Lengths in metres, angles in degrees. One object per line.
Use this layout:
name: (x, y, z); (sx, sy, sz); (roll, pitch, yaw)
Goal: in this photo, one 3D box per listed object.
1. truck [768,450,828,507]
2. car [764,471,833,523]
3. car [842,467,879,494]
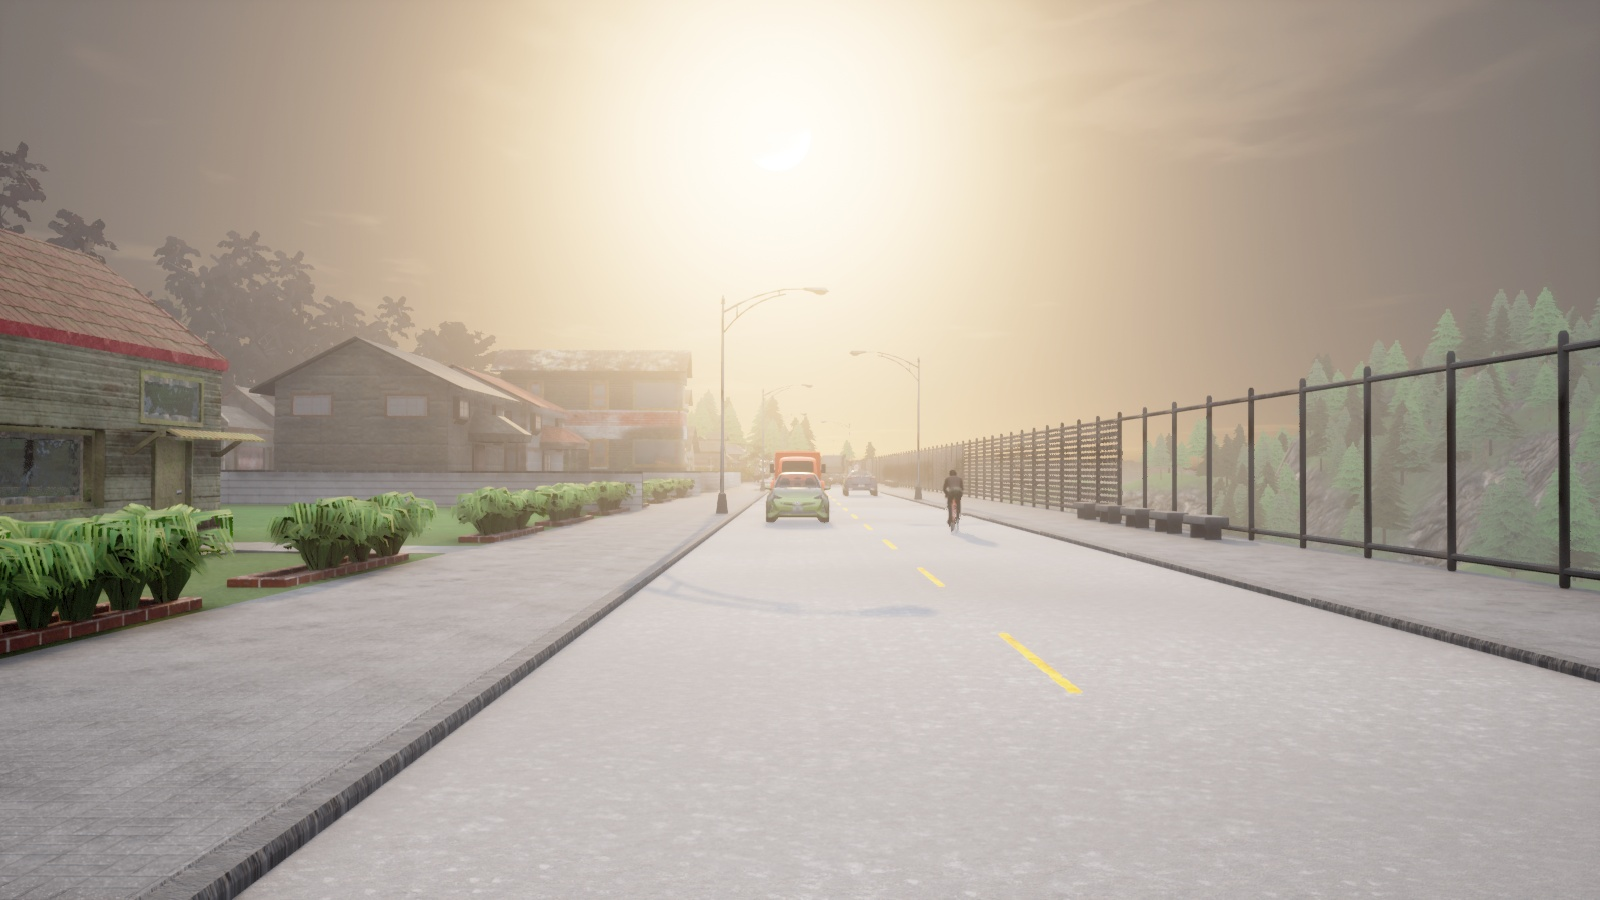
truck: (-0.098, 1.287, 57.233); (2.627, 2.467, 5.204); (0, -1, 0)
car: (-0.061, 1.414, 38.943); (2.007, 1.525, 4.514); (0, -1, 0)
car: (3.858, 1.938, 81.189); (2.152, 1.651, 5.027); (0, -1, 0)
